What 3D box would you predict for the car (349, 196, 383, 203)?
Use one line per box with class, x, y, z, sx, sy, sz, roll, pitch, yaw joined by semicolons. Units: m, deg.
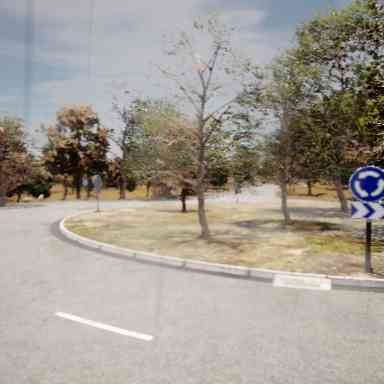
car;21.345;0.771;39.543;1.837;1.490;4.892;-1;2;-42
